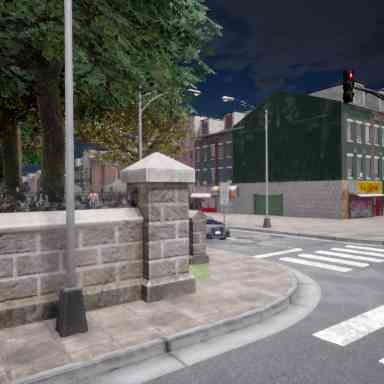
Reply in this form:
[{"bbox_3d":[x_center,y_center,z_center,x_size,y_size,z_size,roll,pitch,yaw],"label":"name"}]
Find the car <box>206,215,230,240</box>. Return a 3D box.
[{"bbox_3d":[0.066,1.775,17.389,1.994,1.385,4.181,-1,0,-36],"label":"car"}]
